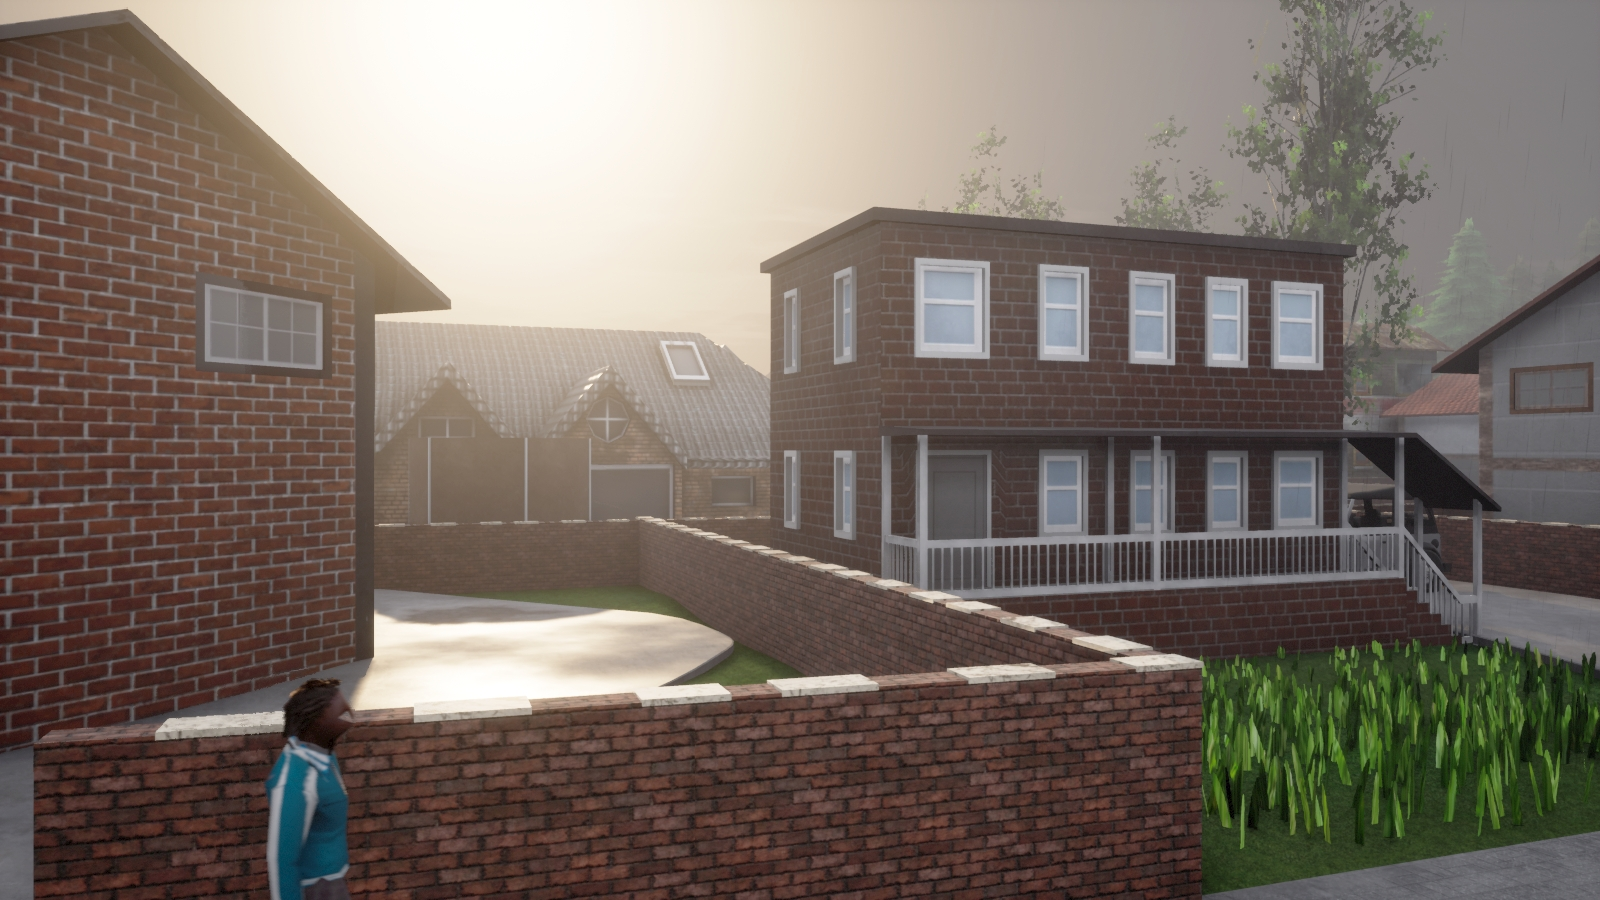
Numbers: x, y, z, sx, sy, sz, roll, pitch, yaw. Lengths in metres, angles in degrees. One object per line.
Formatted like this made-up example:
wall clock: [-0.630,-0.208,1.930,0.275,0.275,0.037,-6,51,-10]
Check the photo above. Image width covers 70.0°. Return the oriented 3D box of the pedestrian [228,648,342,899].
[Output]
pedestrian: [-2.004,1.746,4.472,0.375,1.860,0.375,0,0,-19]
